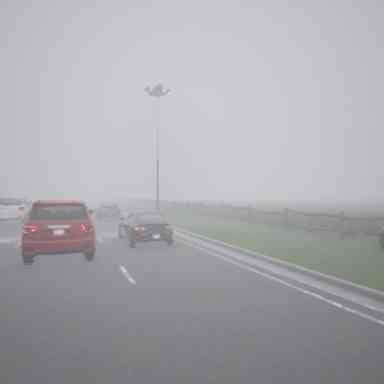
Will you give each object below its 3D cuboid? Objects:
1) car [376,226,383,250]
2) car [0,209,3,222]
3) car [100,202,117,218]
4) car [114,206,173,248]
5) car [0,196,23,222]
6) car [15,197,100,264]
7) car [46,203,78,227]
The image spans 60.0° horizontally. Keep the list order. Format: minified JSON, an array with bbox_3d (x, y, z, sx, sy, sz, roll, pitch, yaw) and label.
[{"bbox_3d":[8.640,1.225,11.744,3.866,1.878,1.905,0,0,-21],"label":"car"},{"bbox_3d":[-8.657,1.588,12.504,1.812,1.442,4.674,0,0,-21],"label":"car"},{"bbox_3d":[-7.354,1.600,28.619,2.128,1.511,4.902,0,0,-20],"label":"car"},{"bbox_3d":[-2.213,1.578,15.255,1.812,1.442,4.674,0,0,-21],"label":"car"},{"bbox_3d":[-13.509,1.337,25.087,2.150,2.045,5.566,0,0,-21],"label":"car"},{"bbox_3d":[-4.856,1.274,12.325,2.150,2.045,5.566,0,0,-20],"label":"car"},{"bbox_3d":[-9.868,1.652,25.339,2.033,1.411,5.357,0,0,-21],"label":"car"}]
